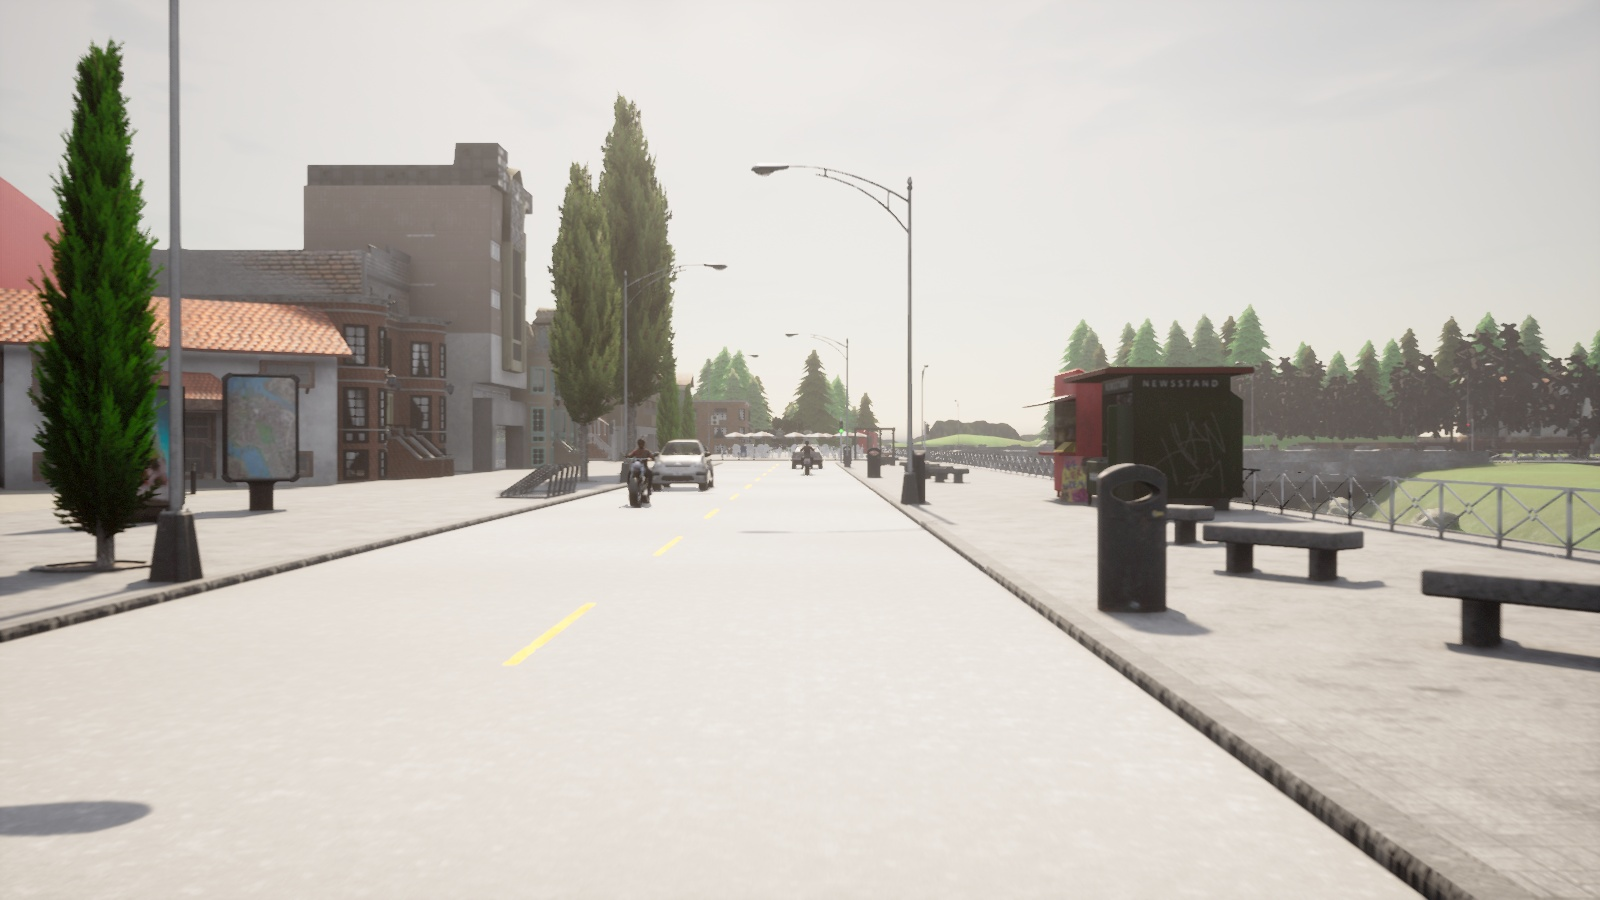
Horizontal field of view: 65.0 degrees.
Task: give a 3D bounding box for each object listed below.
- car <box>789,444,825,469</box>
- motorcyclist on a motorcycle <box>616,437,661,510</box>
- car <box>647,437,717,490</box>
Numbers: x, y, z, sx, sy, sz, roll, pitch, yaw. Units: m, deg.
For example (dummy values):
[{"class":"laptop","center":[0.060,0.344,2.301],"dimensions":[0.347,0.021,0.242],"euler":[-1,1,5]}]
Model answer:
[{"class":"car","center":[0.424,0.377,74.011],"dimensions":[2.033,1.411,5.357],"euler":[0,0,0]},{"class":"motorcyclist on a motorcycle","center":[-3.819,0.526,29.826],"dimensions":[0.766,1.649,2.350],"euler":[0,0,0]},{"class":"car","center":[-3.760,0.413,40.485],"dimensions":[1.851,1.617,3.988],"euler":[0,0,0]}]
